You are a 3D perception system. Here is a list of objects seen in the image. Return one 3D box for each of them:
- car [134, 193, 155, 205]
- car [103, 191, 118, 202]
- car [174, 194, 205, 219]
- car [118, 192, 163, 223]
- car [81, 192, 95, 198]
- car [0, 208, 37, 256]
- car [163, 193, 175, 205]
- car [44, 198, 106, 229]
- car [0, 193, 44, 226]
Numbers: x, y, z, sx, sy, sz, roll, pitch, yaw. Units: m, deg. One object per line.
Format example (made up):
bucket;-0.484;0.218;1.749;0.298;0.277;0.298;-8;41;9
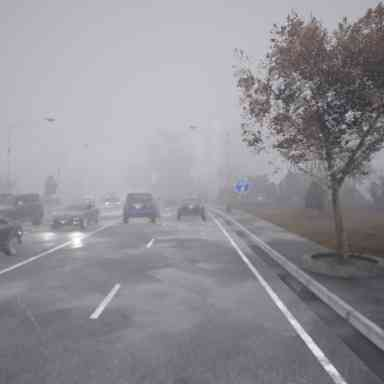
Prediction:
car;-6.423;0.897;44.373;2.128;1.511;4.902;0;1;-16
car;-12.131;0.616;50.020;2.097;1.767;4.553;0;1;-22
car;-0.135;1.100;26.339;2.097;1.767;4.553;0;1;-2
car;-3.534;1.012;23.897;2.150;2.045;5.566;0;1;-2
car;-15.029;0.805;47.888;1.812;1.442;4.674;0;1;-22
car;-7.000;1.451;10.055;2.128;1.511;4.902;0;0;0
car;-2.812;0.916;44.382;2.128;1.511;4.902;0;1;-15
car;-7.009;1.348;20.482;1.837;1.490;4.892;0;1;0
car;-10.510;1.084;19.093;2.150;2.045;5.566;0;1;0
